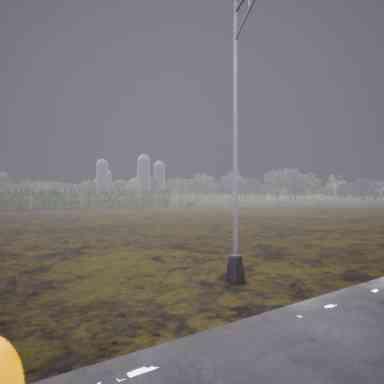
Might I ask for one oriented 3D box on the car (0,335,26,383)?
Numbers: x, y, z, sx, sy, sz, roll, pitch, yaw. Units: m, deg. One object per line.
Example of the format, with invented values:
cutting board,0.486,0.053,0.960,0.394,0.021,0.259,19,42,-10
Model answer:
car,-3.129,1.478,0.850,5.008,1.535,1.882,0,0,-35
